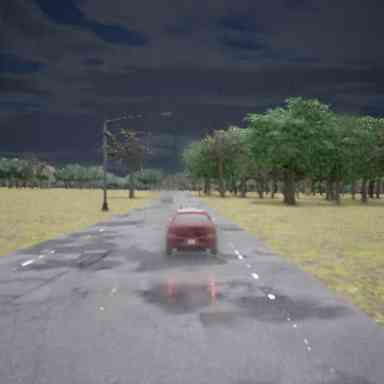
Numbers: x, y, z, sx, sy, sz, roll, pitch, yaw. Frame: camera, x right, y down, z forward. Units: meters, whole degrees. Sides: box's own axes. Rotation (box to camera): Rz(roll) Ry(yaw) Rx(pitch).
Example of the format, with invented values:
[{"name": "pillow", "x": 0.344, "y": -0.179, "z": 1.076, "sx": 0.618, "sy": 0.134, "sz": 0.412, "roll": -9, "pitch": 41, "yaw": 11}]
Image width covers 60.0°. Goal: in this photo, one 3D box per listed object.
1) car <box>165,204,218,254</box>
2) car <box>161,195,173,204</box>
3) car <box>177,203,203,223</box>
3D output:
[{"name": "car", "x": -0.011, "y": 1.514, "z": 13.699, "sx": 1.882, "sy": 1.535, "sz": 5.008, "roll": 0, "pitch": 0, "yaw": 0}, {"name": "car", "x": -4.405, "y": 1.255, "z": 58.096, "sx": 1.882, "sy": 1.535, "sz": 5.008, "roll": 0, "pitch": 1, "yaw": -1}, {"name": "car", "x": -0.170, "y": 1.605, "z": 26.892, "sx": 1.895, "sy": 1.301, "sz": 4.718, "roll": 0, "pitch": 0, "yaw": 0}]
